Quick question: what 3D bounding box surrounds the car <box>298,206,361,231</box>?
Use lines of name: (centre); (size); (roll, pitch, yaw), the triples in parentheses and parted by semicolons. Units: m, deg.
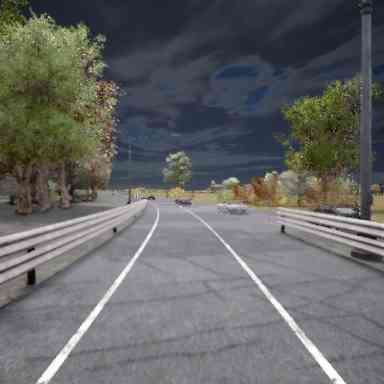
car: (8.733, 1.607, 21.023); (1.882, 1.535, 5.008); (0, 0, -16)

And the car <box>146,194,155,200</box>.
car: (-11.192, 1.335, 89.611); (1.837, 1.490, 4.892); (0, 0, -16)

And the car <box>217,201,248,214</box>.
car: (4.290, 1.621, 36.392); (1.895, 1.301, 4.718); (2, 0, -16)

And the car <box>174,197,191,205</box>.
car: (-1.615, 1.521, 56.631); (2.033, 1.411, 5.357); (0, 0, -16)
